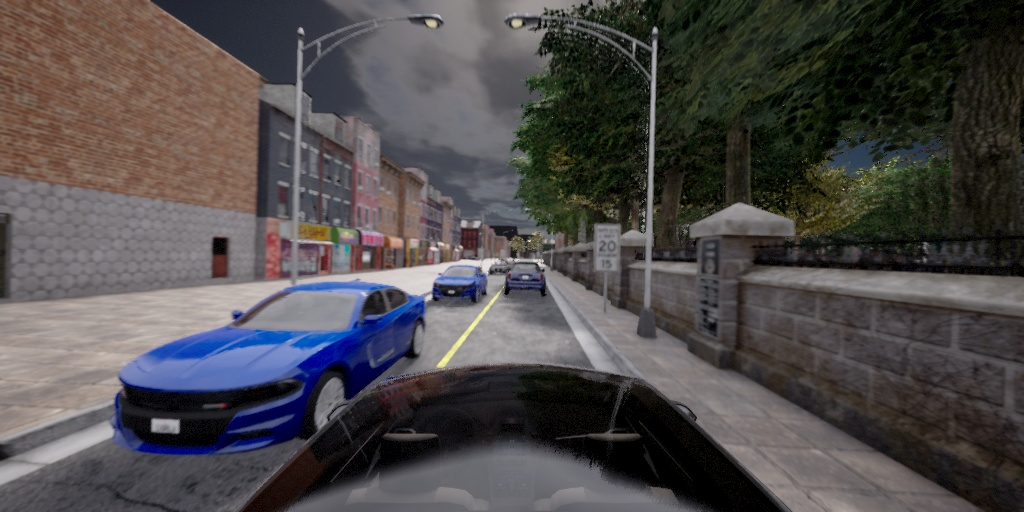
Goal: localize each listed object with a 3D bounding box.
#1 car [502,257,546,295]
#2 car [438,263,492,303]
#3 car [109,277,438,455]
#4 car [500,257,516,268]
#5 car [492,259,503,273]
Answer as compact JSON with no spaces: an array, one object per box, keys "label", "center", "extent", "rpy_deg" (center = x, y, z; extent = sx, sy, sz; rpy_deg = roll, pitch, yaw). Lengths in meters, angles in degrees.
[{"label":"car","center":[0.775,1.094,20.064],"extent":[2.097,1.767,4.553],"rpy_deg":[2,0,3]},{"label":"car","center":[-2.247,1.141,16.510],"extent":[1.882,1.535,5.008],"rpy_deg":[2,0,3]},{"label":"car","center":[-2.766,1.145,5.485],"extent":[1.882,1.535,5.008],"rpy_deg":[2,0,3]},{"label":"car","center":[-0.486,0.903,51.693],"extent":[1.994,1.385,4.181],"rpy_deg":[2,0,3]},{"label":"car","center":[-1.225,1.211,36.850],"extent":[1.994,1.385,4.181],"rpy_deg":[2,0,3]}]
